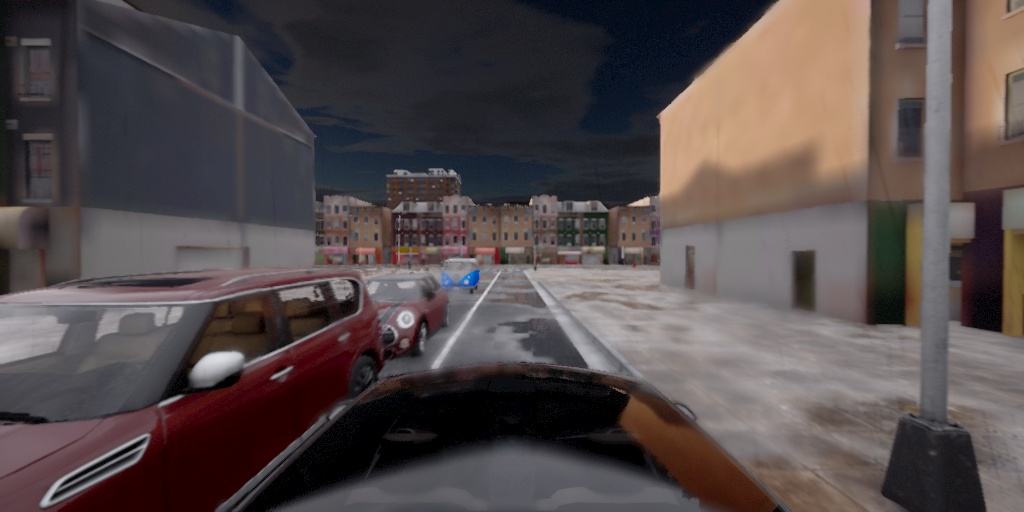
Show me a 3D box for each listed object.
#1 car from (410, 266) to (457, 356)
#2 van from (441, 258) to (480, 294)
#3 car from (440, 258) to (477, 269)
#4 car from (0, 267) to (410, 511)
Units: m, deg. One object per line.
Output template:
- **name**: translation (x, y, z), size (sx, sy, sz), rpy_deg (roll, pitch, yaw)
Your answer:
- **car**: translation (-2.639, 1.159, 8.227), size (1.967, 1.591, 4.097), rpy_deg (0, 0, 0)
- **van**: translation (-2.641, 1.010, 19.081), size (1.690, 1.789, 3.998), rpy_deg (0, 0, 0)
- **car**: translation (-7.577, 1.019, 50.892), size (4.902, 1.511, 2.128), rpy_deg (0, 1, 0)
- **car**: translation (-2.638, 1.059, 2.800), size (2.192, 1.841, 5.009), rpy_deg (0, 0, 0)
